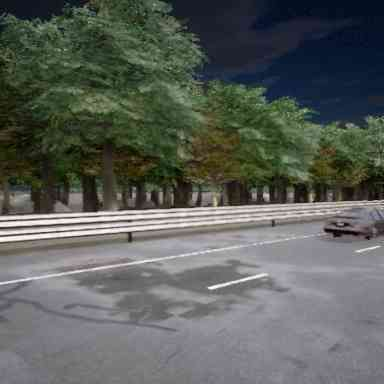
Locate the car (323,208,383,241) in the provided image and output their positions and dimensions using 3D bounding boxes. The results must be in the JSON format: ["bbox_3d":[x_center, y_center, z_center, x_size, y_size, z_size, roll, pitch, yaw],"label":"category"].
[{"bbox_3d":[8.626,1.500,16.508,5.357,1.411,2.033,0,0,-39],"label":"car"}]
